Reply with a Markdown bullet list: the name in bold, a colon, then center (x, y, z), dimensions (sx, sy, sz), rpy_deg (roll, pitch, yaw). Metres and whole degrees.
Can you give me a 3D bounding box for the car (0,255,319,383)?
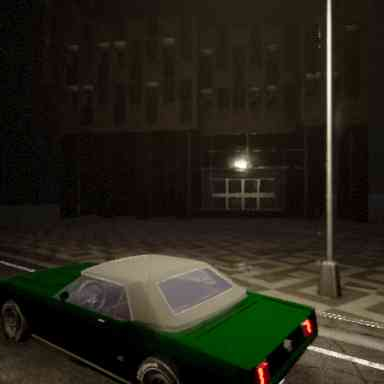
- **car**: center (-0.885, 1.597, 4.693), dimensions (4.718, 1.301, 1.895), rpy_deg (0, 0, 36)
